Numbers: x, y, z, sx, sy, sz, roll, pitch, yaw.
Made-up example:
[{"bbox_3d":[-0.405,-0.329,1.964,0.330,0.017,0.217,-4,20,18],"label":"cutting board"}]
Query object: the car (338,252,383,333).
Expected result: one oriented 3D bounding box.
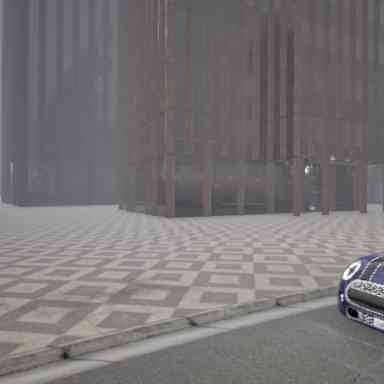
[{"bbox_3d":[4.780,1.353,5.920,4.553,1.767,2.097,0,0,-28],"label":"car"}]
